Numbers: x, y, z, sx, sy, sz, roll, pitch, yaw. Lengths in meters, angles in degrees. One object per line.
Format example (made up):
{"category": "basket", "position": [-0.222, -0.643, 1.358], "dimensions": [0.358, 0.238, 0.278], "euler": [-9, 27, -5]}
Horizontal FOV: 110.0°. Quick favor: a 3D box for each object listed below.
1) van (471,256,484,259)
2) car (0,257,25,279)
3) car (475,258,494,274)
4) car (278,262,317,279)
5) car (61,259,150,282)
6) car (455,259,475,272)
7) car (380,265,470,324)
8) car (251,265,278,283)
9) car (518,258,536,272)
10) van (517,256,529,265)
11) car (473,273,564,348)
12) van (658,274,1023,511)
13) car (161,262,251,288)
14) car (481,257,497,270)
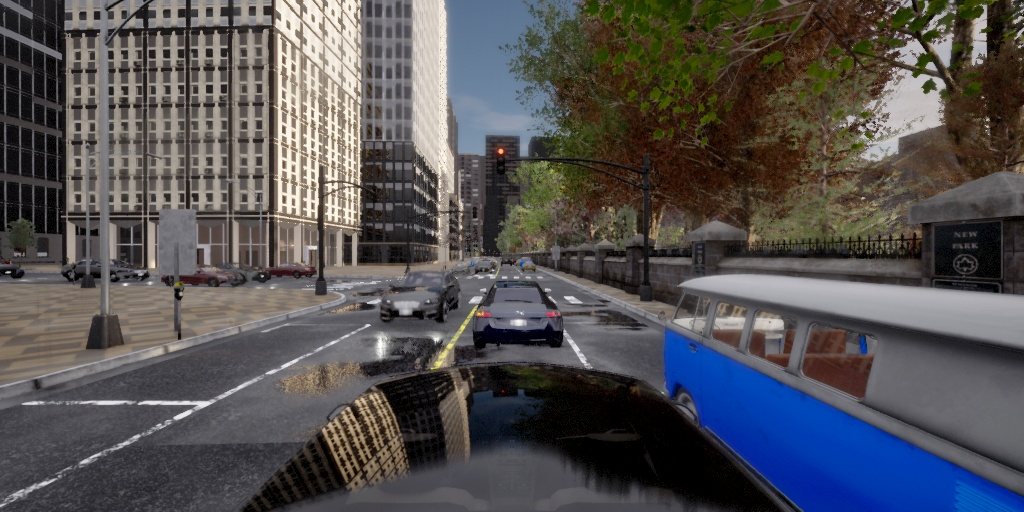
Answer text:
{"category": "van", "position": [-6.305, 1.064, 62.501], "dimensions": [1.690, 1.789, 3.998], "euler": [0, 0, -2]}
{"category": "car", "position": [-36.453, 0.917, 24.625], "dimensions": [4.181, 1.385, 1.994], "euler": [1, 0, 2]}
{"category": "car", "position": [-3.213, 1.242, 40.899], "dimensions": [1.837, 1.490, 4.892], "euler": [0, 0, -3]}
{"category": "car", "position": [-18.083, 1.127, 29.125], "dimensions": [4.207, 1.307, 1.802], "euler": [0, 0, 4]}
{"category": "car", "position": [-27.258, 0.949, 24.125], "dimensions": [4.902, 1.511, 2.128], "euler": [1, 0, 3]}
{"category": "car", "position": [-5.628, 1.288, 40.326], "dimensions": [2.007, 1.370, 4.403], "euler": [0, 0, -1]}
{"category": "car", "position": [-2.862, 1.241, 12.087], "dimensions": [2.128, 1.511, 4.902], "euler": [0, 0, 0]}
{"category": "car", "position": [-18.276, 1.123, 23.559], "dimensions": [4.181, 1.385, 1.994], "euler": [1, 0, 4]}
{"category": "car", "position": [2.134, 1.260, 46.376], "dimensions": [1.751, 1.417, 4.829], "euler": [0, 0, -1]}
{"category": "van", "position": [2.012, 1.072, 51.749], "dimensions": [1.690, 1.789, 3.998], "euler": [0, 0, -1]}
{"category": "car", "position": [0.101, 1.313, 9.238], "dimensions": [1.994, 1.385, 4.181], "euler": [0, 0, -1]}
{"category": "van", "position": [2.568, 1.091, 2.657], "dimensions": [1.690, 1.789, 3.998], "euler": [0, 0, 0]}
{"category": "car", "position": [-18.150, 1.149, 21.011], "dimensions": [4.207, 1.307, 1.802], "euler": [0, 0, 4]}
{"category": "car", "position": [-3.443, 1.293, 53.270], "dimensions": [1.994, 1.385, 4.181], "euler": [0, 0, -1]}
